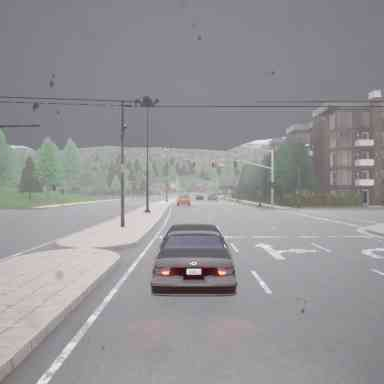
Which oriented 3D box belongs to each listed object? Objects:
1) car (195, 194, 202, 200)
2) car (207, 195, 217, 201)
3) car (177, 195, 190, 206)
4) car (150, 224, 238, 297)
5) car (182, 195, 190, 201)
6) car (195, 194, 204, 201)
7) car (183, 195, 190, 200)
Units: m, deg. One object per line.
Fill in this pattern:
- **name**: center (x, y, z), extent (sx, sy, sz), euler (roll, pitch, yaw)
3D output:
- **car**: center (1.943, 1.472, 95.625), extent (1.837, 1.490, 4.892), euler (0, 0, 0)
- **car**: center (5.467, 1.539, 85.385), extent (2.033, 1.411, 5.357), euler (0, 0, 0)
- **car**: center (-1.364, 1.352, 54.513), extent (2.097, 1.767, 4.553), euler (0, 0, -1)
- **car**: center (0.041, 1.547, 8.768), extent (2.033, 1.411, 5.357), euler (0, 0, 0)
- **car**: center (-1.532, 1.523, 85.338), extent (1.812, 1.442, 4.674), euler (0, 0, 0)
- **car**: center (1.967, 1.477, 85.377), extent (1.882, 1.535, 5.008), euler (0, 0, 0)
- **car**: center (-1.557, 1.571, 95.653), extent (1.895, 1.301, 4.718), euler (0, 0, 0)
